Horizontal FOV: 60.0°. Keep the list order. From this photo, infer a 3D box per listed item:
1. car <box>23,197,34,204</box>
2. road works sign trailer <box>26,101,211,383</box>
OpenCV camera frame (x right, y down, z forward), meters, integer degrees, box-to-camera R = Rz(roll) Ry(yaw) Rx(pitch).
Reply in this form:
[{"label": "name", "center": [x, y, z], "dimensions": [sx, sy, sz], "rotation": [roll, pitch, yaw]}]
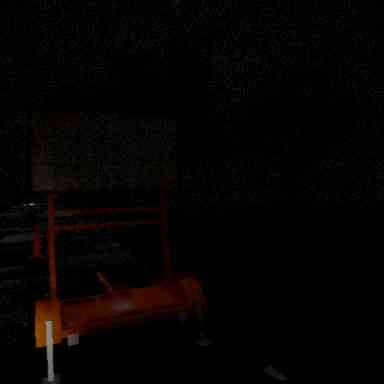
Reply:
[{"label": "car", "center": [-35.306, 1.892, 71.790], "dimensions": [2.033, 1.411, 5.357], "rotation": [-2, 0, -25]}, {"label": "road works sign trailer", "center": [-1.367, 0.406, 5.529], "dimensions": [2.380, 3.560, 2.880], "rotation": [-2, 1, -25]}]
